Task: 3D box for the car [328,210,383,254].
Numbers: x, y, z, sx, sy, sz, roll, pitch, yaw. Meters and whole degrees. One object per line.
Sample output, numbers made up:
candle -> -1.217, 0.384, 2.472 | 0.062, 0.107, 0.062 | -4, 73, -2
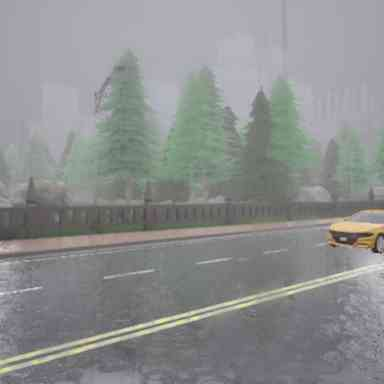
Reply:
car -> 7.603, 1.476, 13.698 | 5.008, 1.535, 1.882 | 0, 0, -35
